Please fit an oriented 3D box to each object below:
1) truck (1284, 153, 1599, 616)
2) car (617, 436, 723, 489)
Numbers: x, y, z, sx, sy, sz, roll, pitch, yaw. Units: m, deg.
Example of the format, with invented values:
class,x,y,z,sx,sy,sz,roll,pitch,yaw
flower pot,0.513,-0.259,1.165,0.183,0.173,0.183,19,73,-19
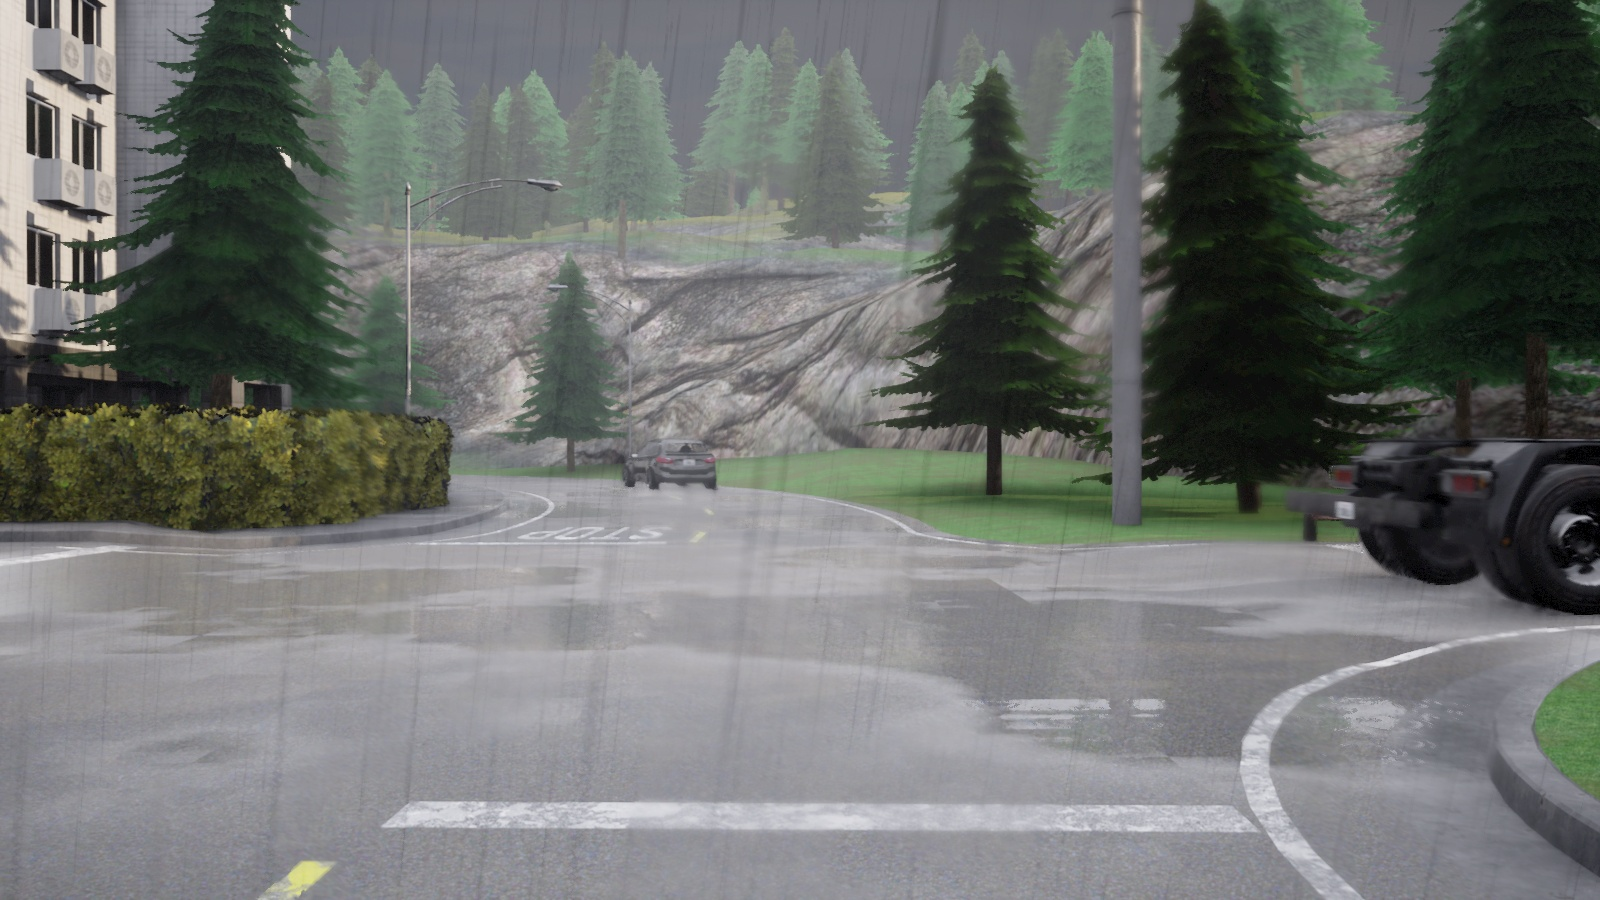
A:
class,x,y,z,sx,sy,sz,roll,pitch,yaw
truck,8.739,-0.473,10.895,7.936,3.462,2.891,0,0,-1
car,-4.424,0.370,42.083,2.242,1.667,4.611,0,0,-23
